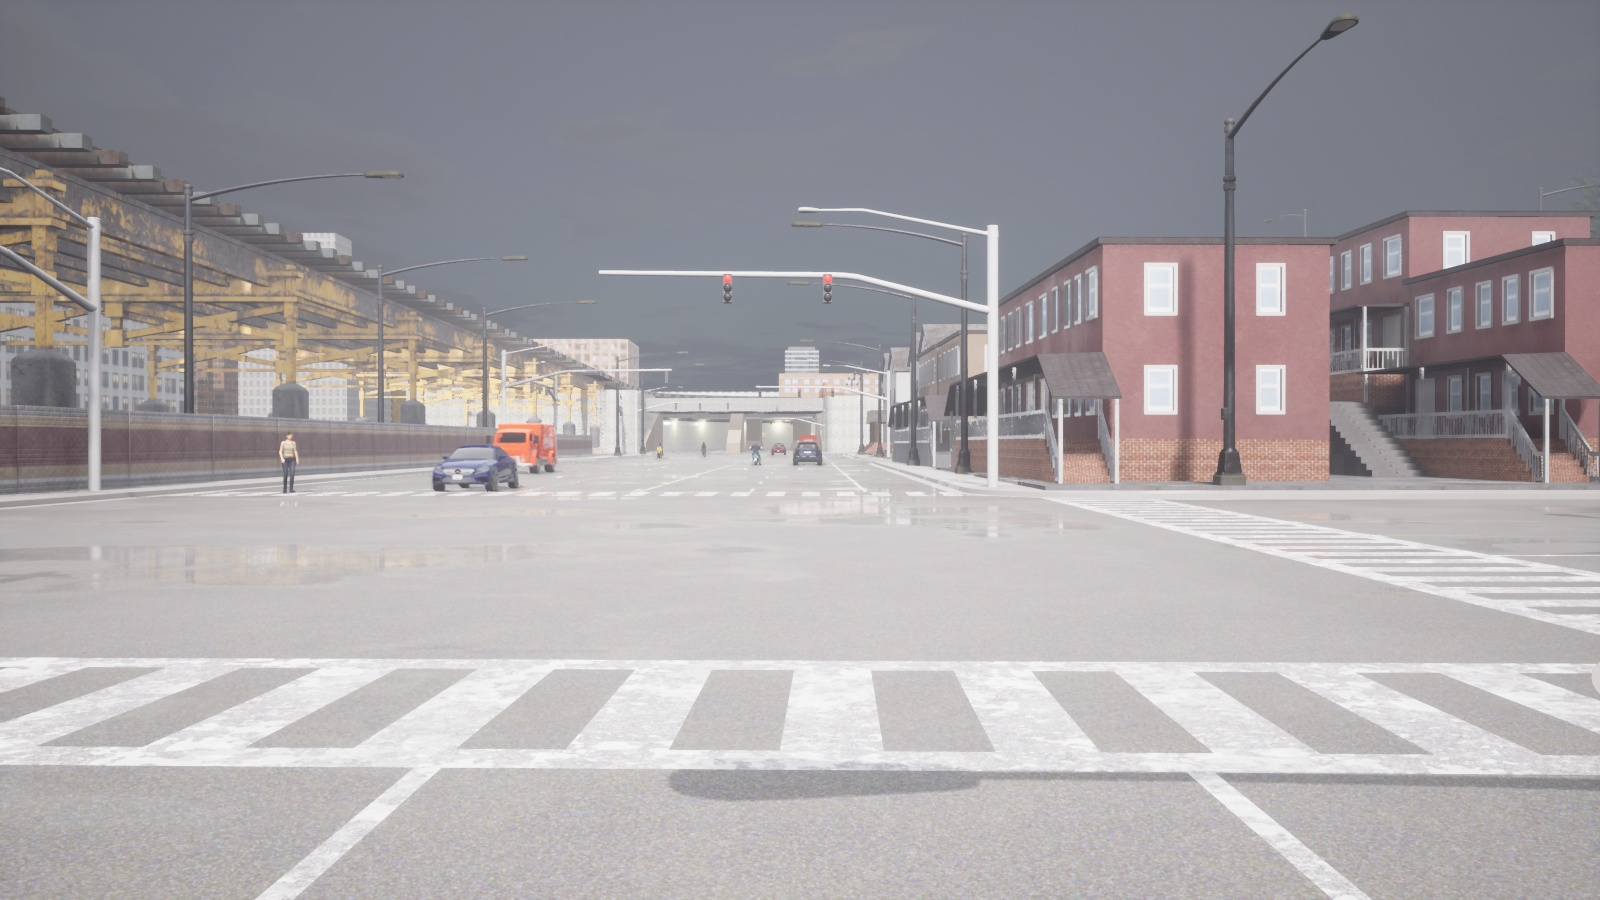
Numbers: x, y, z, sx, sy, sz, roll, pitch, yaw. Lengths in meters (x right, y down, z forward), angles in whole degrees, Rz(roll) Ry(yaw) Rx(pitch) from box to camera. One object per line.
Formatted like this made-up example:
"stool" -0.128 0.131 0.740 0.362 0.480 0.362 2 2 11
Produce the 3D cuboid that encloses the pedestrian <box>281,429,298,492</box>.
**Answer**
"pedestrian" -15.047 0.311 36.996 0.345 1.836 0.594 0 0 -32

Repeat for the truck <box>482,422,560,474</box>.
"truck" -13.621 -0.099 61.601 2.627 2.467 5.204 0 0 0

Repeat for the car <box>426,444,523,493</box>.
"car" -10.240 0.539 39.874 1.812 1.442 4.674 0 0 1

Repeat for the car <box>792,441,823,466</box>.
"car" 0.515 0.201 84.301 2.033 1.649 4.856 0 0 0
